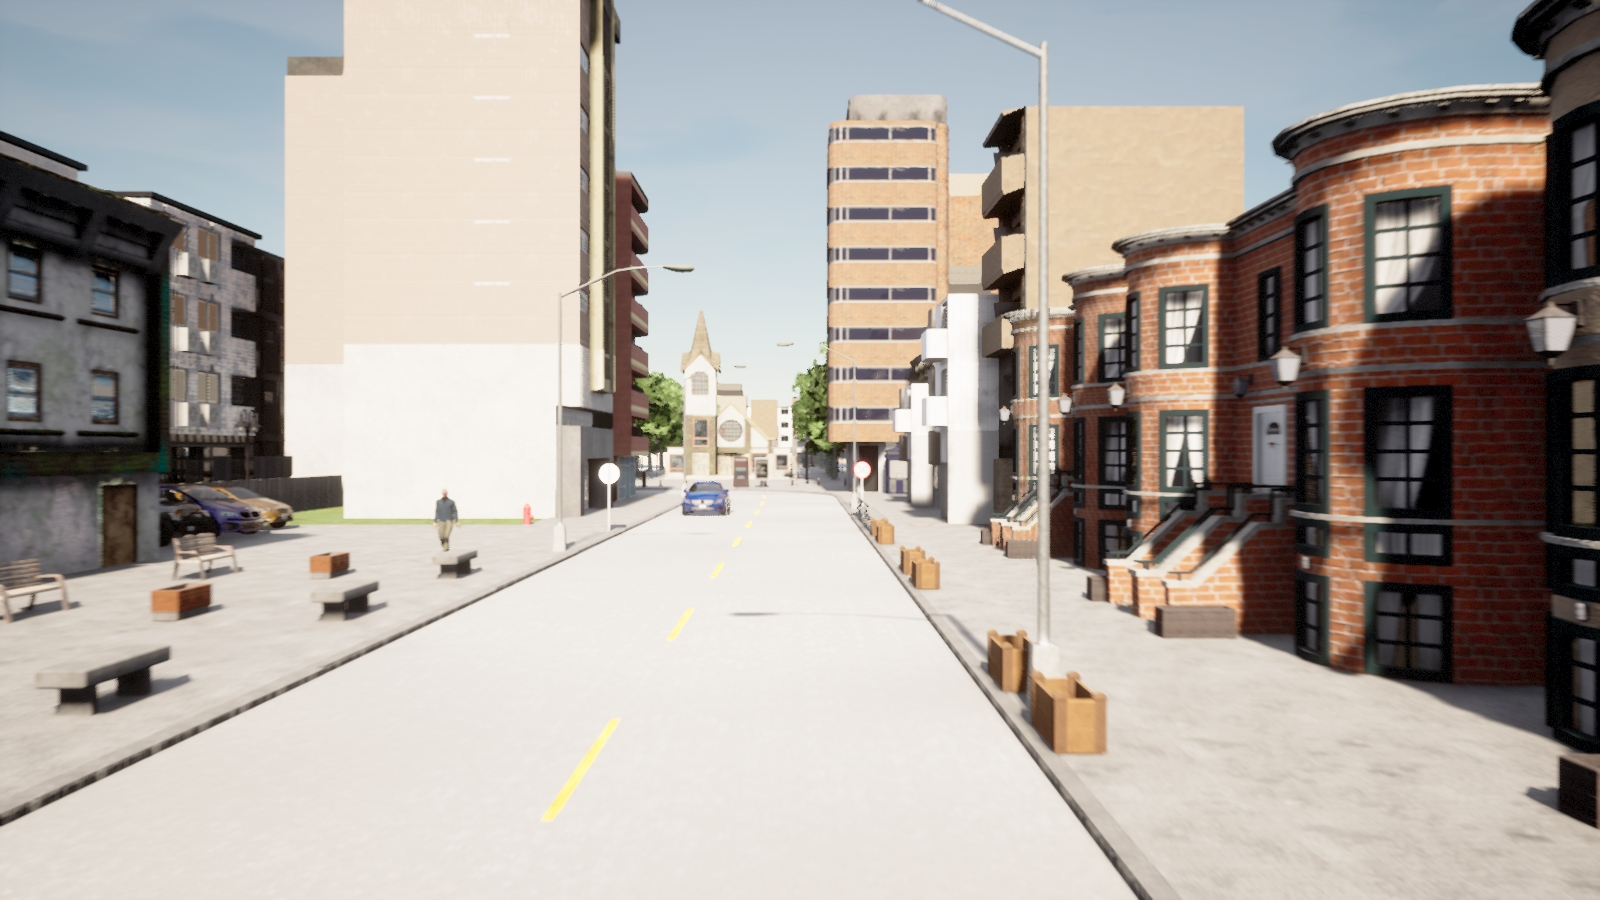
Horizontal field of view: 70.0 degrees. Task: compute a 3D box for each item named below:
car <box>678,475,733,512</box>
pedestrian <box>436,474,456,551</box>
[{"bbox_3d":[-4.043,1.861,49.723,2.002,1.442,4.674,0,0,0],"label":"car"},{"bbox_3d":[-8.678,1.525,28.013,0.375,1.860,0.375,0,0,-3],"label":"pedestrian"}]
